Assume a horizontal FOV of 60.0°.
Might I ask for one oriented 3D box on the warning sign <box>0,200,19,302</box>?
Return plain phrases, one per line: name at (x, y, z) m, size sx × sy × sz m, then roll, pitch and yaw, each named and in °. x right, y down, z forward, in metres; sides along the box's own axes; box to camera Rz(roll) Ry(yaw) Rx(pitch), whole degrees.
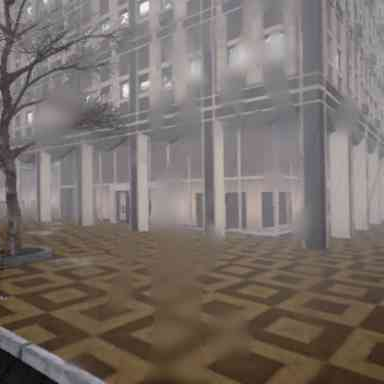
warning sign at (-4.169, 1.107, 6.191) m, size 1.060 × 1.860 × 1.300 m, roll -1°, pitch 0°, yaw 38°
